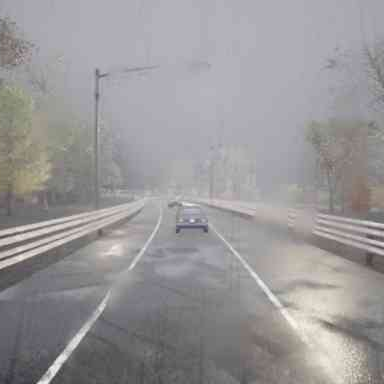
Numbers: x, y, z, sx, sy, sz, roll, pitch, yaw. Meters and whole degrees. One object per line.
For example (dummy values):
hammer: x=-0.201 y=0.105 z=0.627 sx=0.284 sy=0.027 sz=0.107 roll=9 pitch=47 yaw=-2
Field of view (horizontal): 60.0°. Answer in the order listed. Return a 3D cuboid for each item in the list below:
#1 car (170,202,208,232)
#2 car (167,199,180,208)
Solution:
car: x=-0.134 y=1.567 z=20.128 sx=2.033 sy=1.411 sz=5.357 roll=0 pitch=0 yaw=-3
car: x=-2.642 y=1.619 z=48.565 sx=1.895 sy=1.301 sz=4.718 roll=0 pitch=0 yaw=-8
